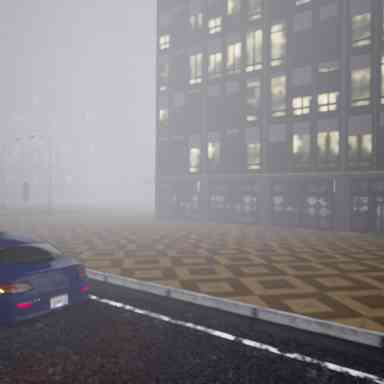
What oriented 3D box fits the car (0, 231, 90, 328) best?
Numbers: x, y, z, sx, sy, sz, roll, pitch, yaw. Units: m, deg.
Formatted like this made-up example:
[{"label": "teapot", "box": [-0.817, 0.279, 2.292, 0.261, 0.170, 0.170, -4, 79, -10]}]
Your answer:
[{"label": "car", "box": [-3.926, 1.512, 6.490, 4.674, 1.442, 1.812, 0, 0, 36]}]
